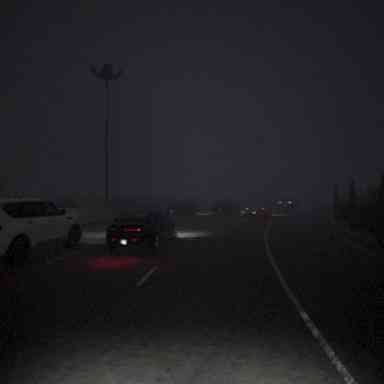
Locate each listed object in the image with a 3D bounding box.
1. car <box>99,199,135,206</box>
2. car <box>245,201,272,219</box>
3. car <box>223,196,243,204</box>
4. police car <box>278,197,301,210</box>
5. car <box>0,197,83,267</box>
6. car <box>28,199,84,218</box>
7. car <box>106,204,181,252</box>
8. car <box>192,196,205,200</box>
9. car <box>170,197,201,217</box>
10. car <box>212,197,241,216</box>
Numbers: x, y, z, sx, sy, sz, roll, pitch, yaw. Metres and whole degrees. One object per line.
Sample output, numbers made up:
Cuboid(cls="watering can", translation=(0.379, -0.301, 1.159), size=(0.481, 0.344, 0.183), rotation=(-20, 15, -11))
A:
Cuboid(cls="car", translation=(-7.575, 1.462, 33.705), size=(2.128, 1.511, 4.902), rotation=(0, 0, 22))
Cuboid(cls="car", translation=(5.874, 1.490, 29.237), size=(1.812, 1.442, 4.674), rotation=(0, -1, 21))
Cuboid(cls="car", translation=(8.205, 1.597, 66.635), size=(1.994, 1.385, 4.181), rotation=(0, 0, 41))
Cuboid(cls="police car", translation=(12.743, 1.463, 43.159), size=(2.038, 1.542, 4.974), rotation=(0, 0, 32))
Cuboid(cls="car", translation=(-5.921, 1.194, 11.562), size=(2.150, 2.045, 5.566), rotation=(0, 0, 8))
Cuboid(cls="car", translation=(-12.357, 1.446, 30.628), size=(1.882, 1.535, 5.008), rotation=(0, 0, 19))
Cuboid(cls="car", translation=(-1.966, 1.481, 13.950), size=(1.837, 1.490, 4.892), rotation=(0, 0, 10))
Cuboid(cls="car", translation=(0.618, 1.537, 62.836), size=(1.837, 1.490, 4.892), rotation=(-1, 0, 37))
Cuboid(cls="car", translation=(-0.970, 1.492, 30.848), size=(1.812, 1.442, 4.674), rotation=(0, 0, 20))
Cuboid(cls="car", translation=(3.488, 1.455, 32.630), size=(2.128, 1.511, 4.902), rotation=(0, 0, 22))
